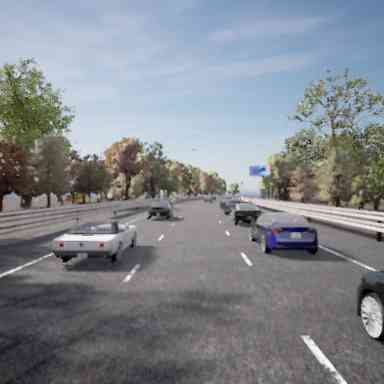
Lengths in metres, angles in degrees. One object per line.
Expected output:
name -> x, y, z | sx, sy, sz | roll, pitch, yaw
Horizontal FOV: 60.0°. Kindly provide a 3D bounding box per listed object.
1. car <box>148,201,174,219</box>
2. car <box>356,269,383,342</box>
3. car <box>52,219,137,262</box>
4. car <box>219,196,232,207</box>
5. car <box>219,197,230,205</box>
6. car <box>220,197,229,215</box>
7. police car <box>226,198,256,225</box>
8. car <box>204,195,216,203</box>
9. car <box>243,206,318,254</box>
car -> -2.762, 1.605, 30.105 | 1.837, 1.490, 4.892 | 0, 0, 2
car -> 3.635, 1.506, 3.619 | 2.128, 1.511, 4.902 | 0, 0, 0
car -> -3.281, 1.640, 12.276 | 1.895, 1.301, 4.718 | 0, 0, 1
car -> 5.686, 1.573, 57.221 | 2.097, 1.767, 4.553 | 0, 0, 4
car -> 6.580, 1.764, 68.092 | 2.128, 1.511, 4.902 | 0, 0, 5
car -> 4.359, 1.556, 35.537 | 2.033, 1.649, 4.856 | 0, 0, 3
police car -> 3.926, 1.510, 24.778 | 1.930, 1.638, 5.238 | 0, 0, 2
car -> 3.816, 1.698, 76.614 | 2.033, 1.411, 5.357 | 0, 0, 6
car -> 3.638, 1.552, 13.824 | 2.163, 1.488, 4.792 | 0, 0, 1
